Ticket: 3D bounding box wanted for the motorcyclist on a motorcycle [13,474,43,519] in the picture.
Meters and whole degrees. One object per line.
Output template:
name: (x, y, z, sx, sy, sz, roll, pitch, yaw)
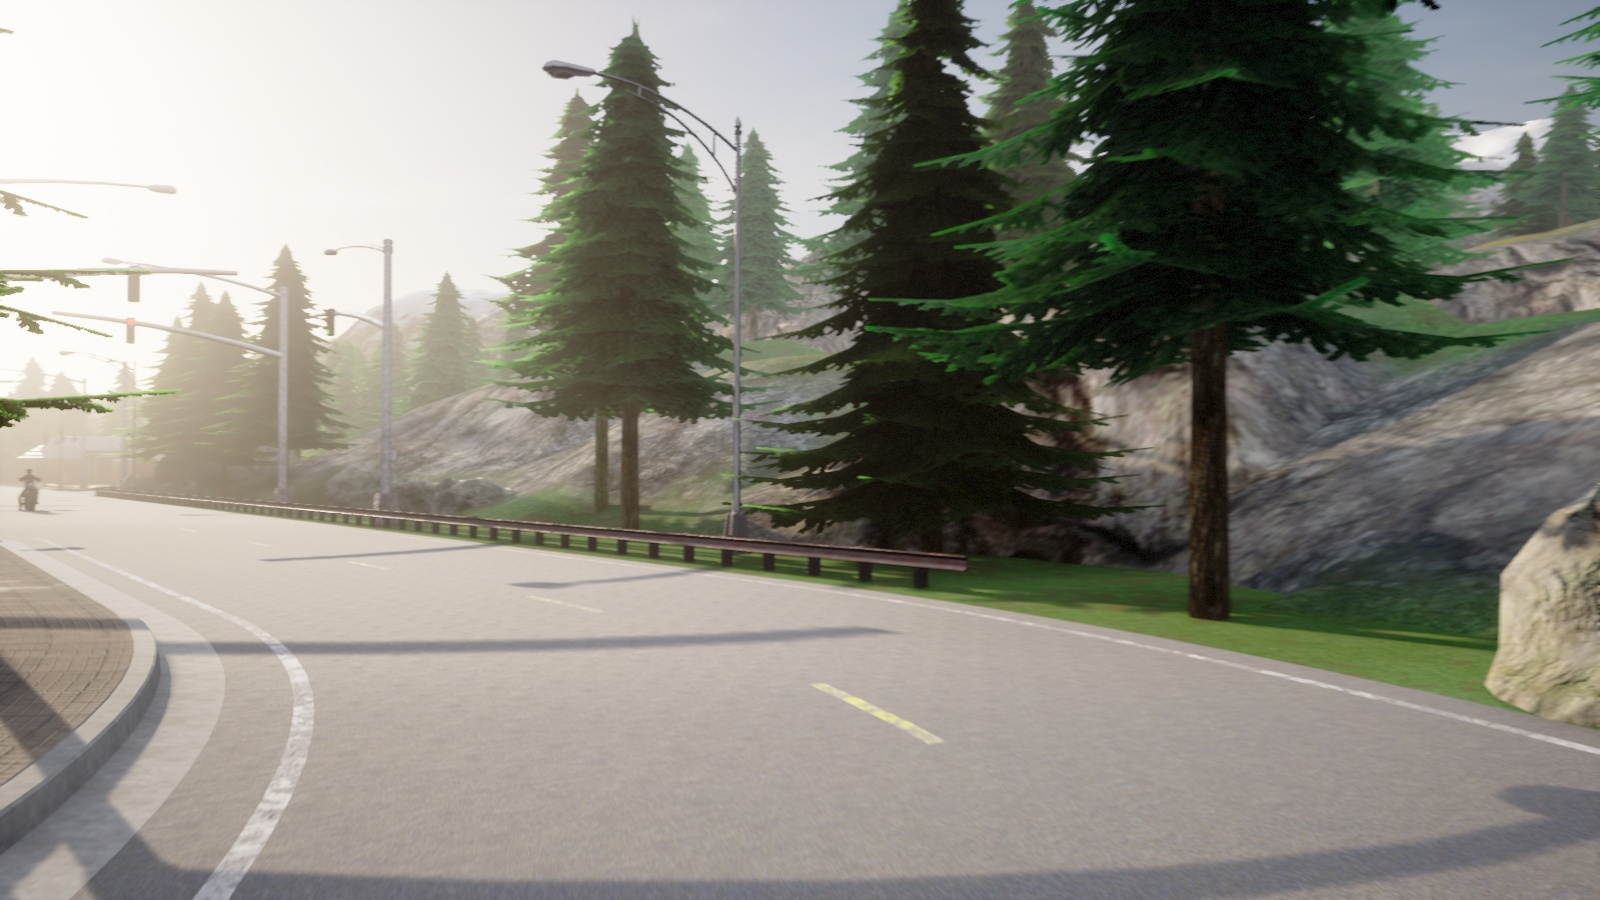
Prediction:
motorcyclist on a motorcycle: (-29.160, 1.726, 47.425, 0.766, 1.649, 2.350, 0, -1, -37)
